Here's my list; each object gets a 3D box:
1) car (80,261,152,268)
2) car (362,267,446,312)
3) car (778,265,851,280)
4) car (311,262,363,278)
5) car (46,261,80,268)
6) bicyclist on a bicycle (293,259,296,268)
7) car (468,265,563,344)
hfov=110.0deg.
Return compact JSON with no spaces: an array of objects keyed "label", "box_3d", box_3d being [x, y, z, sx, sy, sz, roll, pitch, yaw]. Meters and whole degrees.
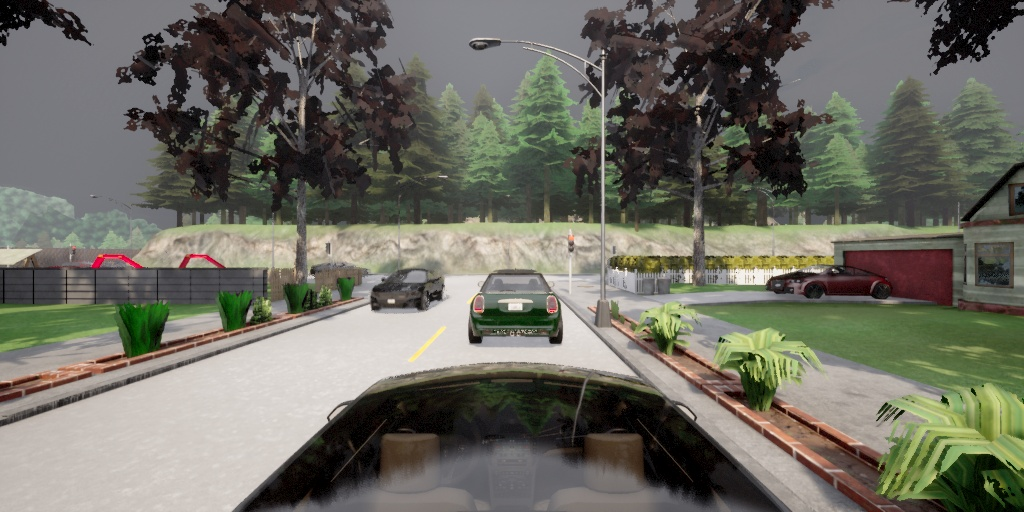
[{"label":"car","box_3d":[-33.775,1.241,31.256,4.902,1.511,2.128,0,0,1]},{"label":"car","box_3d":[-3.960,1.227,14.364,1.882,1.535,5.008,0,0,1]},{"label":"car","box_3d":[29.325,1.228,34.836,5.008,1.535,1.882,0,0,1]},{"label":"car","box_3d":[-14.749,1.242,31.059,4.902,1.511,2.128,0,0,1]},{"label":"car","box_3d":[-42.952,1.228,35.433,5.008,1.535,1.882,0,0,1]},{"label":"bicyclist on a bicycle","box_3d":[-23.711,1.099,39.546,0.582,1.620,1.656,0,0,1]},{"label":"car","box_3d":[0.108,1.102,9.759,2.097,1.767,4.553,0,0,1]}]
